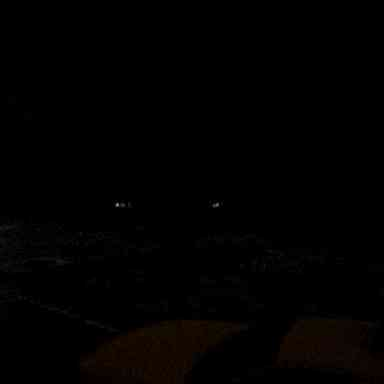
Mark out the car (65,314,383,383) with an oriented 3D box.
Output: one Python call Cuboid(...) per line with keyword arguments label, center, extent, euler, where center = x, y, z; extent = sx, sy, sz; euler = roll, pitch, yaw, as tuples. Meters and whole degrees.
Cuboid(label="car", center=(1.051, 1.525, 2.334), extent=(4.829, 1.417, 1.752), euler=(0, 0, 35))
